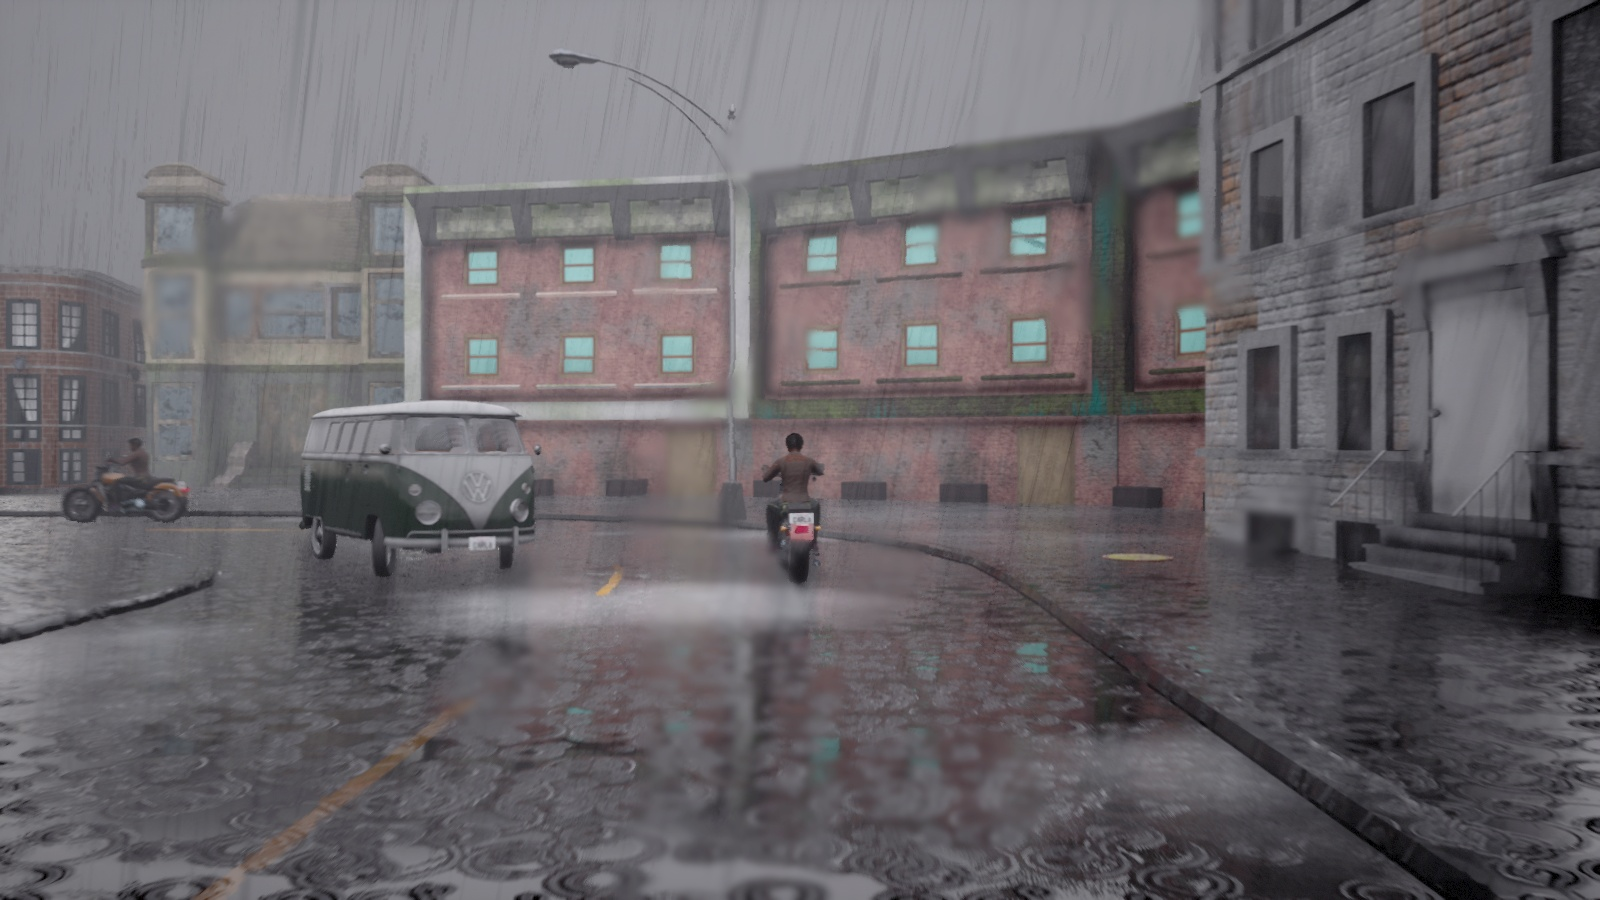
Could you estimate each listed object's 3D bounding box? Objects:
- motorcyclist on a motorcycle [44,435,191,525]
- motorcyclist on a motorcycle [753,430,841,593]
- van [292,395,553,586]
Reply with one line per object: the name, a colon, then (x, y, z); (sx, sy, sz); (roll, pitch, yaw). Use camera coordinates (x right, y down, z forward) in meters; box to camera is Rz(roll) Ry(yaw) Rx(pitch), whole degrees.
motorcyclist on a motorcycle: (-12.720, 0.554, 23.449); (2.350, 1.649, 0.766); (0, 1, 3)
motorcyclist on a motorcycle: (-0.073, 0.619, 13.974); (0.766, 1.649, 2.350); (-1, 0, -5)
van: (-4.759, 0.410, 15.360); (1.775, 1.987, 4.442); (0, 0, -34)
